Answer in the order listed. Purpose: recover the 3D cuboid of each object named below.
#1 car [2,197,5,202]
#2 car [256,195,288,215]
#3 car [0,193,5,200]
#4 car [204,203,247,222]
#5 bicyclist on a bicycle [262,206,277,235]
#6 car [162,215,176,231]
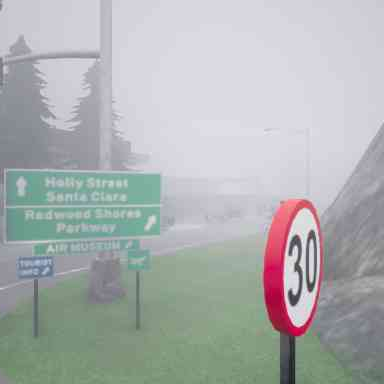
[{"bbox_3d":[-12.266,1.505,26.086,1.905,1.878,3.866,0,0,35],"label":"car"},{"bbox_3d":[9.026,1.413,36.639,2.150,2.045,5.566,0,0,36],"label":"car"},{"bbox_3d":[-38.316,1.489,70.119,4.514,1.523,2.007,0,0,35],"label":"car"},{"bbox_3d":[2.902,1.683,28.298,2.128,1.511,4.902,0,0,36],"label":"car"},{"bbox_3d":[4.672,1.643,18.706,1.656,1.620,0.582,0,0,36],"label":"bicyclist on a bicycle"},{"bbox_3d":[-3.145,1.792,20.044,1.895,1.301,4.718,0,0,36],"label":"car"}]
